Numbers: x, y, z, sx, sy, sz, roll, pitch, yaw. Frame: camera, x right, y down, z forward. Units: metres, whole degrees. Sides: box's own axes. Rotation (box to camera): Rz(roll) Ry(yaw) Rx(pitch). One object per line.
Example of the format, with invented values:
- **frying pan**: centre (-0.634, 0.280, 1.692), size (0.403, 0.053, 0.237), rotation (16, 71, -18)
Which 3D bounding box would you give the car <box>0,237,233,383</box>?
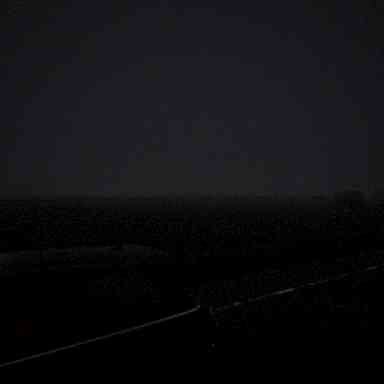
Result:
- **car**: centre (-1.888, 1.352, 2.641), size (4.553, 1.767, 2.097), rotation (0, 0, -36)
